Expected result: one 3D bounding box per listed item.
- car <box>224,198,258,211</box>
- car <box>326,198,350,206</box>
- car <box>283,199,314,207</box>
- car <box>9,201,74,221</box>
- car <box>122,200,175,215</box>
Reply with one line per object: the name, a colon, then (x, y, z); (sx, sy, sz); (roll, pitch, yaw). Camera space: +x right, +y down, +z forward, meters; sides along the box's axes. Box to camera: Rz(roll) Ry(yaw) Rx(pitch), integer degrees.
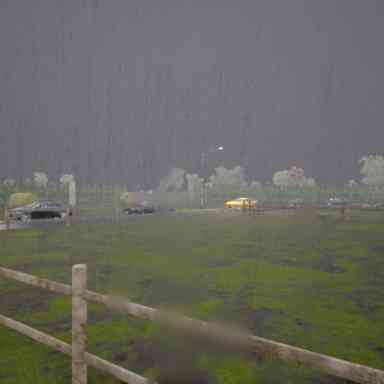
car: (6.253, 1.499, 42.173); (5.008, 1.535, 1.882); (0, 0, -39)
car: (22.394, 1.586, 51.108); (4.674, 1.442, 1.812); (0, 0, -36)
car: (14.478, 1.649, 45.084); (4.718, 1.301, 1.895); (0, 0, -37)
car: (-11.672, 1.487, 25.904); (2.128, 1.511, 4.902); (1, 0, 44)
car: (-4.188, 1.555, 33.120); (5.357, 1.411, 2.033); (0, 0, -43)
